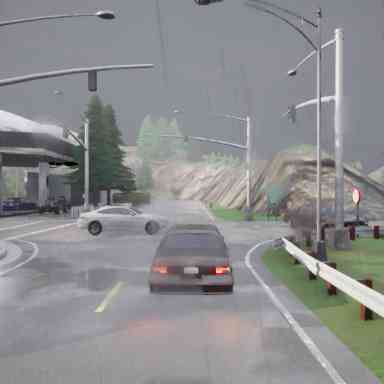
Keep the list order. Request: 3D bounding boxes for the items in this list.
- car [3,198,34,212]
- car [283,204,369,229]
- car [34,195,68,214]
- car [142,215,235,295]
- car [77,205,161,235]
[{"bbox_3d":[-20.297,1.480,39.464,2.242,1.667,4.611,0,0,-1],"label":"car"},{"bbox_3d":[6.796,1.358,17.614,2.033,1.411,5.357,0,0,-13],"label":"car"},{"bbox_3d":[-14.583,1.313,35.195,1.905,1.878,3.866,0,0,-1],"label":"car"},{"bbox_3d":[0.036,1.547,8.874,2.033,1.411,5.357,0,0,1],"label":"car"},{"bbox_3d":[-3.537,1.415,17.361,4.674,1.442,1.812,0,0,-1],"label":"car"}]
